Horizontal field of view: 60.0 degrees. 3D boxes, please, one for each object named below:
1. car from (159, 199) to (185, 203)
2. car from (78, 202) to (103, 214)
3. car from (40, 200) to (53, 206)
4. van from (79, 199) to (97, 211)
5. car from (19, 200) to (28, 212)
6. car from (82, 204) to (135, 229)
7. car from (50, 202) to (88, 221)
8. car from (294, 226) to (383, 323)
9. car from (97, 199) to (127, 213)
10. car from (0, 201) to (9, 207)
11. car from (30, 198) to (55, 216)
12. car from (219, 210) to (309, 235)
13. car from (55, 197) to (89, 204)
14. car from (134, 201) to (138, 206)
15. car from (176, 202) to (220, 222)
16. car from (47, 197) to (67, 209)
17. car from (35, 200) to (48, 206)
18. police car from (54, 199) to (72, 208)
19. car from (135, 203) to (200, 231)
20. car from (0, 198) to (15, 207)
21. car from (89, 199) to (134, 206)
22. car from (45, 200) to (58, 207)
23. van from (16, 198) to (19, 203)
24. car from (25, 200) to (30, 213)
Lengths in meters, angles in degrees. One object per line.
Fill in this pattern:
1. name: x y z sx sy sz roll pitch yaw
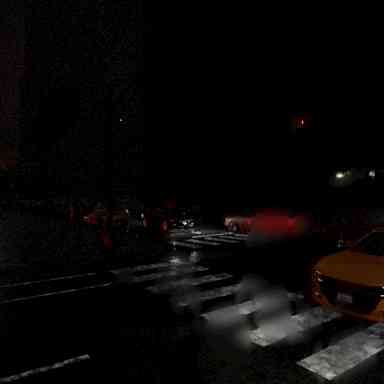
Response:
1. car: -2.327 1.669 33.637 2.192 1.841 5.009 -1 0 -35
2. car: -13.941 2.089 45.387 1.837 1.490 4.892 0 -1 -35
3. car: -34.726 2.660 79.195 1.947 1.339 4.313 -1 0 -35
4. van: -17.042 2.038 54.383 1.690 1.788 3.998 -1 0 -35
5. car: -23.324 2.157 48.445 1.967 1.590 4.097 -1 0 -35
6. car: -6.236 1.843 24.416 1.752 1.417 4.829 -1 0 -35
7. car: -11.996 2.004 32.518 2.008 1.369 4.403 -1 0 -35
8. car: 4.550 1.475 6.943 5.008 1.535 1.882 0 0 -36
9. car: -11.156 1.875 46.084 2.192 1.841 5.009 -1 0 -35
10. car: -44.383 2.771 78.066 1.802 1.307 4.206 -1 0 -35
11. car: -17.664 1.901 40.482 2.192 1.841 5.009 -1 0 -35
12. car: 4.250 1.734 19.690 4.718 1.301 1.895 -3 -2 41
13. car: -14.712 1.777 40.969 2.150 2.045 5.566 0 -1 -35
14. car: -5.264 2.005 37.786 1.802 1.307 4.206 -1 0 -35
15. car: 0.622 1.829 29.487 1.887 1.381 4.507 -1 0 -35
16. car: -24.538 2.042 60.291 2.150 2.045 5.566 0 -2 -36
17. car: -37.740 2.710 83.434 2.008 1.369 4.403 -1 0 -35
18. police car: -25.432 2.307 65.456 1.930 1.638 5.238 0 -1 -35
19. car: -1.807 1.759 22.839 1.837 1.490 4.892 0 -1 -35
20. car: -41.268 2.666 73.684 1.887 1.381 4.507 -1 0 -35
21. car: -7.565 1.741 30.900 2.097 1.767 4.553 0 -1 -35
22. car: -31.710 2.595 74.954 1.947 1.339 4.313 -1 0 -35
23. van: -26.157 2.123 52.427 1.690 1.788 3.998 -1 0 -35
24. car: -20.491 2.196 44.463 1.887 1.381 4.507 -1 0 -35
